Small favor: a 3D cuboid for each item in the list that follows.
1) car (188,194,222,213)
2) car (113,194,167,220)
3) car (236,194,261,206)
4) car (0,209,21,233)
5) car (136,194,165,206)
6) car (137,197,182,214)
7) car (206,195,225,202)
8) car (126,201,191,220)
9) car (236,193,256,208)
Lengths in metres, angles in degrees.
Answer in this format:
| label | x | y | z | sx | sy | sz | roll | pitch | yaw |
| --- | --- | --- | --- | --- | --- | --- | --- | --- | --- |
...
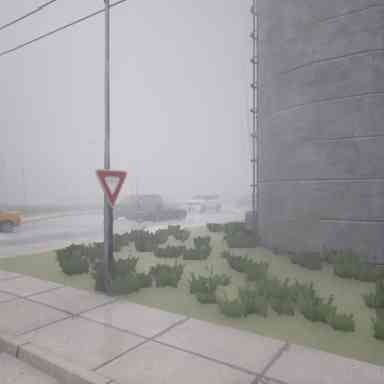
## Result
| label | x | y | z | sx | sy | sz | roll | pitch | yaw |
| --- | --- | --- | --- | --- | --- | --- | --- | --- | --- |
| car | 1.299 | 1.221 | 37.016 | 2.150 | 2.045 | 5.566 | 0 | 0 | 33 |
| car | -4.590 | 1.222 | 28.020 | 2.150 | 2.045 | 5.566 | 0 | 0 | 33 |
| car | 9.682 | 1.313 | 57.120 | 3.866 | 1.878 | 1.905 | 0 | 0 | 34 |
| car | -11.637 | 1.478 | 17.379 | 1.882 | 1.535 | 5.008 | 0 | 0 | 35 |
| car | -6.994 | 1.310 | 55.939 | 4.605 | 1.855 | 1.932 | 0 | 0 | 34 |
| car | -3.680 | 1.480 | 36.936 | 4.611 | 1.667 | 2.242 | 0 | 0 | 34 |
| car | 5.265 | 1.521 | 74.783 | 3.905 | 1.438 | 1.784 | 0 | 0 | 34 |
| car | -2.377 | 1.601 | 24.739 | 1.895 | 1.301 | 4.718 | 0 | 0 | 34 |
| car | 8.447 | 1.221 | 47.838 | 2.150 | 2.045 | 5.566 | 0 | 0 | 34 |
